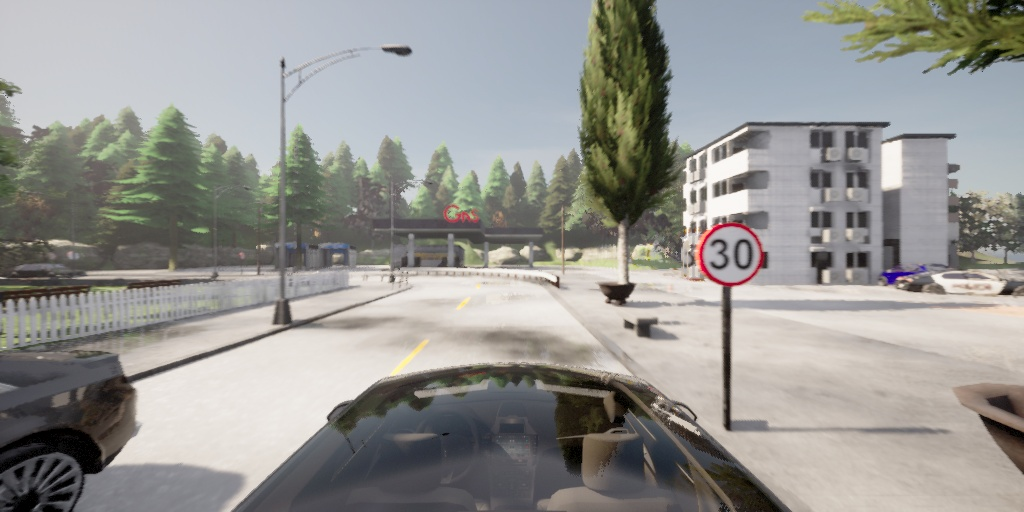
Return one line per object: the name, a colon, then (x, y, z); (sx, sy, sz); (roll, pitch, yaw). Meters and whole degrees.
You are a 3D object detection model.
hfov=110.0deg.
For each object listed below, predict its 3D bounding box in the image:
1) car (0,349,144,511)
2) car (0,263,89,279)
car: (-4.100, 1.241, 0.970); (2.128, 1.511, 4.902); (0, 0, 0)
car: (-38.519, 1.300, 29.574); (5.357, 1.411, 2.033); (0, 0, 0)
